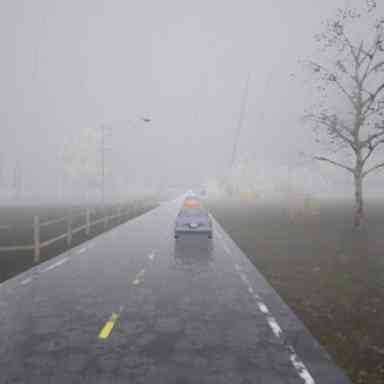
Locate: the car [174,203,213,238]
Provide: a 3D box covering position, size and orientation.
[{"bbox_3d":[0.057,1.496,17.159,2.033,1.411,5.357,0,0,0],"label":"car"}]

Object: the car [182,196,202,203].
[{"bbox_3d":[-0.010,1.233,36.676,2.097,1.767,4.553,0,0,0],"label":"car"}]
